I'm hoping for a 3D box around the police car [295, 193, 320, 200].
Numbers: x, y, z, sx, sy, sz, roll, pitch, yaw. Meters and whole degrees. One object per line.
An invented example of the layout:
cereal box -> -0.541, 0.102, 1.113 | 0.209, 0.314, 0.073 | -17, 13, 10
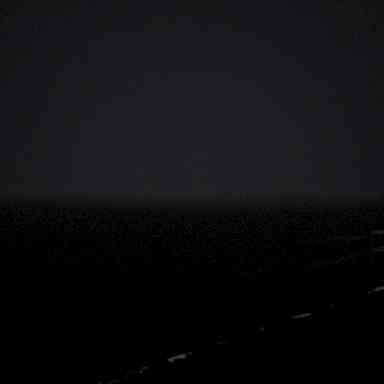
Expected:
police car -> 23.654, 0.971, 67.789 | 2.038, 1.542, 4.974 | 1, 0, -36
